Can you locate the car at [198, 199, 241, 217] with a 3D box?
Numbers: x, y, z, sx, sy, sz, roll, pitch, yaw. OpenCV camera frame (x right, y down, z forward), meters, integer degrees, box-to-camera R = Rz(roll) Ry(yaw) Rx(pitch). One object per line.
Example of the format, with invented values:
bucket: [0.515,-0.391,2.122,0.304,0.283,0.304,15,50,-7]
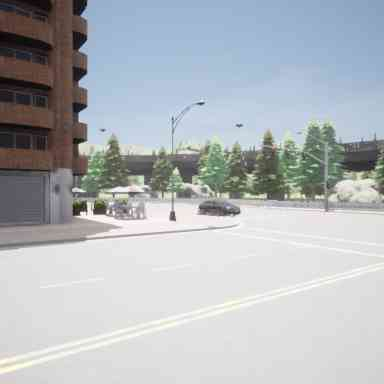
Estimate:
car: [2.473,1.450,30.605,1.837,1.490,4.892,0,0,-34]
